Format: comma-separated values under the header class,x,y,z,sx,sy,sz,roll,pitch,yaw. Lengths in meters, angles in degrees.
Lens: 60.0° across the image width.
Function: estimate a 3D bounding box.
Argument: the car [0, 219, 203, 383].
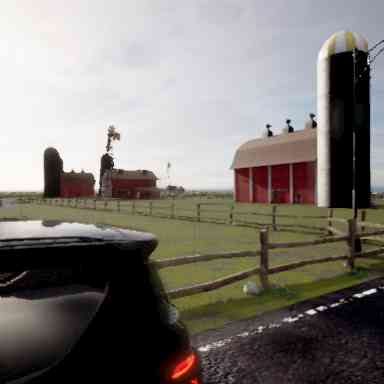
class,x,y,z,sx,sy,sz,roll,pitch,yaw
car,-2.504,1.224,1.278,5.566,2.045,2.150,0,0,-35
